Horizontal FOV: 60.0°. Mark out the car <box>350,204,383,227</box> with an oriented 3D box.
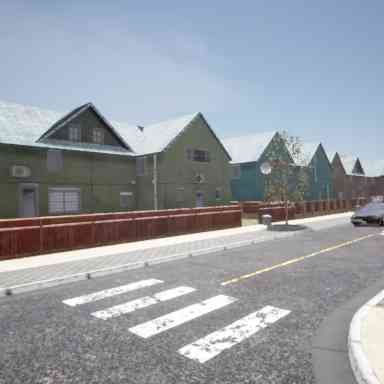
[{"bbox_3d":[12.472,1.491,22.475,2.033,1.411,5.357,-2,-1,44],"label":"car"}]
